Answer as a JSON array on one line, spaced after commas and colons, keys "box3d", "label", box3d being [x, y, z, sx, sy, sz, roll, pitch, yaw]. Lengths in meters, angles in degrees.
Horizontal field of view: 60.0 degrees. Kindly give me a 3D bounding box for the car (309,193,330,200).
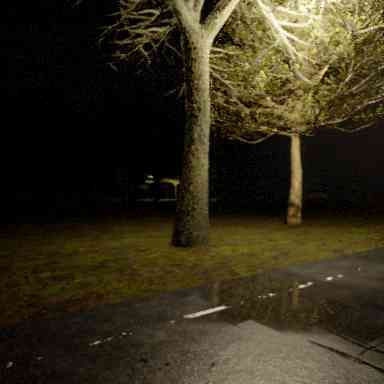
[{"box3d": [29.565, 1.003, 76.957, 2.097, 1.767, 4.553, 1, -2, -36], "label": "car"}]
